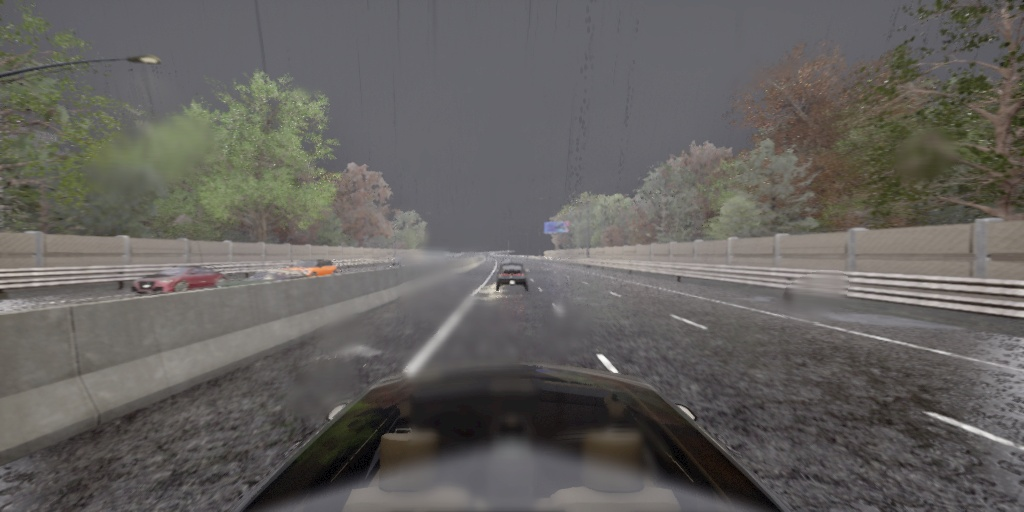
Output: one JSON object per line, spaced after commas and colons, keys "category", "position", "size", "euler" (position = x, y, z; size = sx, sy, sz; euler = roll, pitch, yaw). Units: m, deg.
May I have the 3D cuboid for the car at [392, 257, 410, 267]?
{"category": "car", "position": [-18.448, 0.993, 59.741], "size": [1.837, 1.490, 4.892], "euler": [0, 0, -1]}

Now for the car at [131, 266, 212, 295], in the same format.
{"category": "car", "position": [-17.672, 1.254, 19.327], "size": [1.994, 1.385, 4.181], "euler": [0, 0, 0]}

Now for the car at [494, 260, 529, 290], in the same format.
{"category": "car", "position": [-0.012, 1.164, 21.727], "size": [1.837, 1.490, 4.892], "euler": [0, 0, -1]}

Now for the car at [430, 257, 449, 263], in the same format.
{"category": "car", "position": [-11.396, 1.046, 58.618], "size": [2.033, 1.411, 5.357], "euler": [0, 0, -1]}

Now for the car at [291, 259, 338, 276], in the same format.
{"category": "car", "position": [-14.239, 1.010, 25.327], "size": [2.097, 1.767, 4.553], "euler": [0, 0, -1]}

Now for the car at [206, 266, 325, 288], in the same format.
{"category": "car", "position": [-10.650, 1.298, 16.053], "size": [1.895, 1.301, 4.718], "euler": [0, 0, 0]}
